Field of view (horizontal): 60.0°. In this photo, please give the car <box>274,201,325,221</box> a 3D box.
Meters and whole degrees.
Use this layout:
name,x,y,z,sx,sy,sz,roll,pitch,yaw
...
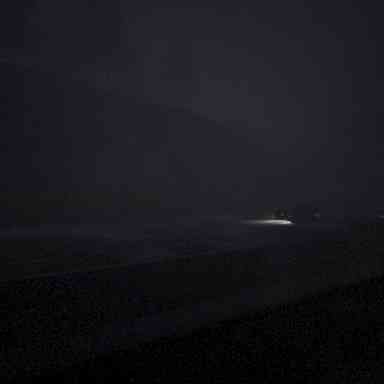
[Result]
name,x,y,z,sx,sy,sz,roll,pitch,yaw
car,8.734,1.569,27.415,4.181,1.385,1.994,0,0,-35

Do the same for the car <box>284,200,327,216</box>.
name,x,y,z,sx,sy,sz,roll,pitch,yaw
car,11.536,1.570,33.708,4.181,1.385,1.994,0,0,-35
